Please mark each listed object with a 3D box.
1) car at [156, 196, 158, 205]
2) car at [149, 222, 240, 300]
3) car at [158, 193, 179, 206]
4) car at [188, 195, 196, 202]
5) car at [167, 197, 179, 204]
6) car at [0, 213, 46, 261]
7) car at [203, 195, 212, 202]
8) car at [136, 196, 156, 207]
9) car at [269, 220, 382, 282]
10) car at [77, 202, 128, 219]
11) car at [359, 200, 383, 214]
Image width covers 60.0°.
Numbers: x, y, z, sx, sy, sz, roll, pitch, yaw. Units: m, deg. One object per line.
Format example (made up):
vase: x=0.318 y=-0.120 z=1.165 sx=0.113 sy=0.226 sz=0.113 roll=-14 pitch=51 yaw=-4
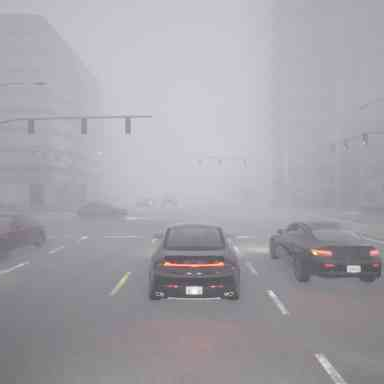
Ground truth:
car: x=-7.073 y=1.477 z=59.926 sx=1.882 sy=1.535 sz=5.008 roll=0 pitch=0 yaw=0
car: x=0.057 y=1.505 z=8.345 sx=1.837 sy=1.490 sz=4.892 roll=0 pitch=0 yaw=0
car: x=-3.606 y=1.221 z=53.344 sx=2.150 sy=2.045 sz=5.566 roll=0 pitch=0 yaw=1
car: x=-0.004 y=1.364 z=73.853 sx=2.128 sy=1.511 sz=4.902 roll=0 pitch=0 yaw=0
car: x=-3.553 y=1.601 z=63.317 sx=1.895 sy=1.301 sz=4.718 roll=0 pitch=0 yaw=1
car: x=-7.047 y=1.526 z=12.343 sx=1.812 sy=1.442 sz=4.674 roll=0 pitch=0 yaw=0
car: x=3.500 y=1.500 z=74.698 sx=1.837 sy=1.490 sz=4.892 roll=0 pitch=0 yaw=0
car: x=-7.101 y=1.547 z=50.103 sx=2.033 sy=1.411 sz=5.357 roll=0 pitch=0 yaw=0
car: x=3.563 y=1.526 z=9.601 sx=1.812 sy=1.442 sz=4.674 roll=0 pitch=0 yaw=0
car: x=-7.657 y=1.564 z=28.549 sx=4.181 sy=1.385 sz=1.994 roll=0 pitch=0 yaw=1
car: x=20.844 y=1.547 z=35.464 sx=5.357 sy=1.411 sz=2.033 roll=0 pitch=0 yaw=1
